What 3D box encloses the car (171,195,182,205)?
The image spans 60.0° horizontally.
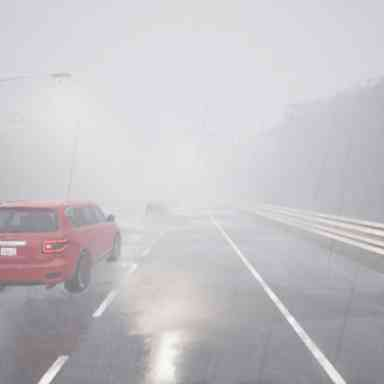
[{"bbox_3d":[-3.342,1.630,60.400,1.812,1.442,4.674,0,0,0],"label":"car"}]

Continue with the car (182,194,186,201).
[{"bbox_3d":[-3.237,1.742,86.562,1.895,1.301,4.718,0,0,0],"label":"car"}]

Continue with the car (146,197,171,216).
[{"bbox_3d":[-3.447,1.535,33.278,1.882,1.535,5.008,0,0,0],"label":"car"}]

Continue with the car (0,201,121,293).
[{"bbox_3d":[-3.499,1.236,9.049,2.150,2.045,5.566,0,0,0],"label":"car"}]
